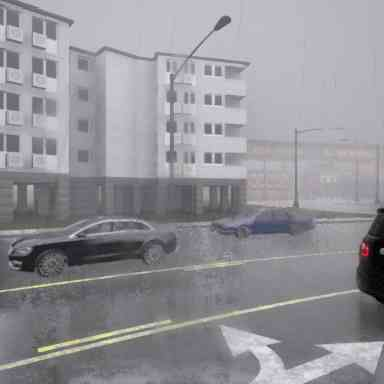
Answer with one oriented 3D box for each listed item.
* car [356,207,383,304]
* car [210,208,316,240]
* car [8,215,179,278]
[{"bbox_3d":[5.724,1.222,6.299,5.566,2.045,2.150,0,0,-23],"label":"car"},{"bbox_3d":[3.660,1.547,16.997,5.357,1.411,2.033,0,0,-20],"label":"car"},{"bbox_3d":[-2.794,1.491,10.136,4.902,1.511,2.128,0,0,-29],"label":"car"}]
